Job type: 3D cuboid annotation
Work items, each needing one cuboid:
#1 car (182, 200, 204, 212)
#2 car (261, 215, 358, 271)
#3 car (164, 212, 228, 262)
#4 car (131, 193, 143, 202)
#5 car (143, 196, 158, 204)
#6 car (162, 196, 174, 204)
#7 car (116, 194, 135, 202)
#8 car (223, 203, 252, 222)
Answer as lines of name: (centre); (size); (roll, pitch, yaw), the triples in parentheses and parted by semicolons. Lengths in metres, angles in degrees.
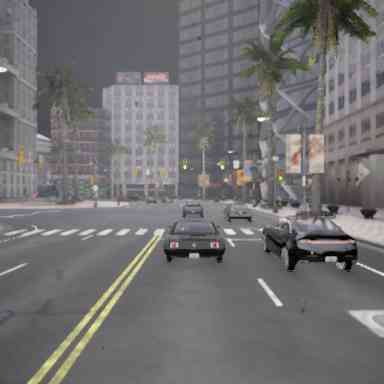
car: (0.092, 1.553, 31.881); (2.128, 1.511, 4.902); (0, 0, 0)
car: (3.577, 1.513, 10.942); (2.128, 1.511, 4.902); (0, 0, 0)
car: (0.083, 1.625, 12.187); (1.895, 1.301, 4.718); (0, 0, 0)
car: (-13.661, 1.385, 82.274); (2.150, 2.045, 5.566); (0, 0, -45)
car: (-7.978, 1.674, 65.751); (2.033, 1.411, 5.357); (0, 0, -13)
car: (-4.971, 1.642, 68.037); (2.128, 1.511, 4.902); (0, 0, -15)
car: (-16.393, 1.708, 80.045); (1.994, 1.385, 4.181); (0, 0, -45)
car: (3.584, 1.600, 26.835); (2.033, 1.411, 5.357); (0, 0, 0)
